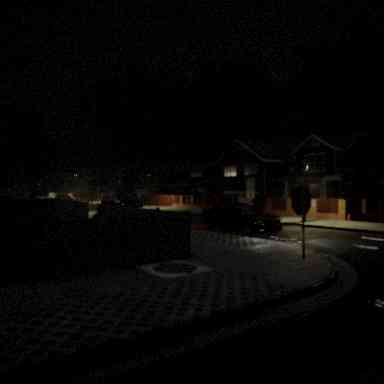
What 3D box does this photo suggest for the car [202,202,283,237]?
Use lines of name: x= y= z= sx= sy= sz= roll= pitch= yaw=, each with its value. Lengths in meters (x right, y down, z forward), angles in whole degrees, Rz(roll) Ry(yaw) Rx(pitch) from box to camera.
car: x=2.486 y=1.327 z=17.505 sx=1.882 sy=1.535 sz=5.008 roll=0 pitch=1 yaw=-33

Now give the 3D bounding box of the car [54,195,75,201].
car: x=-18.067 y=1.164 z=46.996 sx=1.882 sy=1.535 sz=5.008 roll=0 pitch=0 yaw=-35

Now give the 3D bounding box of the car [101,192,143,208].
car: x=-6.480 y=0.997 z=30.342 sx=2.150 sy=2.045 sz=5.566 roll=0 pitch=1 yaw=-35
